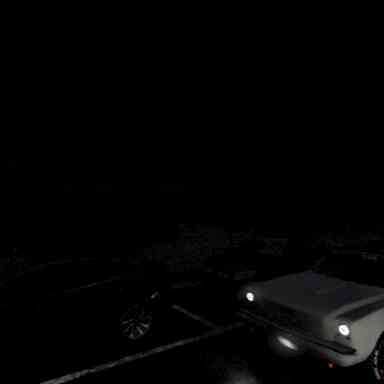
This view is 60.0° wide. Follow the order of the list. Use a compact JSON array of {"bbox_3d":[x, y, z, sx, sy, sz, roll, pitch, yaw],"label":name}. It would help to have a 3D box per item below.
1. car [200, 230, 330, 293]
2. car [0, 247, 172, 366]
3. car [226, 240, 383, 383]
[{"bbox_3d":[2.158,1.607,8.070,4.206,1.307,1.802,0,0,-35],"label":"car"},{"bbox_3d":[-2.323,1.569,4.877,4.313,1.339,1.947,0,0,-35],"label":"car"},{"bbox_3d":[3.010,1.623,5.521,4.718,1.301,1.895,0,0,-35],"label":"car"}]
